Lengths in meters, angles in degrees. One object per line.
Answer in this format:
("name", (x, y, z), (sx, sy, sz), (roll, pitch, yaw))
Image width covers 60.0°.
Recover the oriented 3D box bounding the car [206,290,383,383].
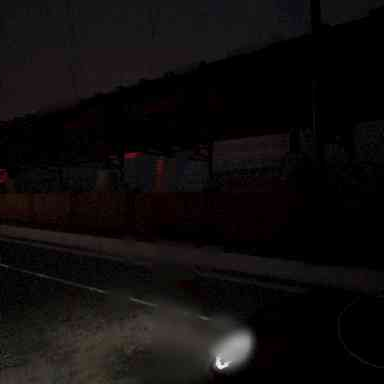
("car", (2.317, 1.355, 2.340), (4.553, 1.767, 2.097), (0, 0, 35))
